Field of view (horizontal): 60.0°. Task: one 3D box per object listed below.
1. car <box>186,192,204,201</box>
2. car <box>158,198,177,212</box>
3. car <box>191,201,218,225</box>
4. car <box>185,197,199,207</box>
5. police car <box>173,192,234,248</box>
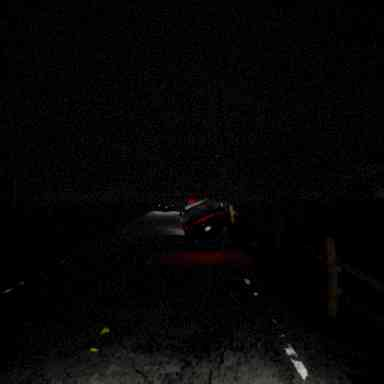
[{"bbox_3d":[0.722,1.127,30.653,2.150,2.045,5.566,-3,-2,3],"label":"car"},{"bbox_3d":[-2.842,1.467,38.957,1.837,1.490,4.892,0,0,0],"label":"car"},{"bbox_3d":[0.826,1.479,24.711,1.812,1.442,4.674,0,0,0],"label":"car"},{"bbox_3d":[0.000,1.535,50.945,2.033,1.411,5.357,0,0,0],"label":"car"},{"bbox_3d":[0.500,1.155,14.830,1.930,1.638,5.238,-25,0,0],"label":"police car"}]
